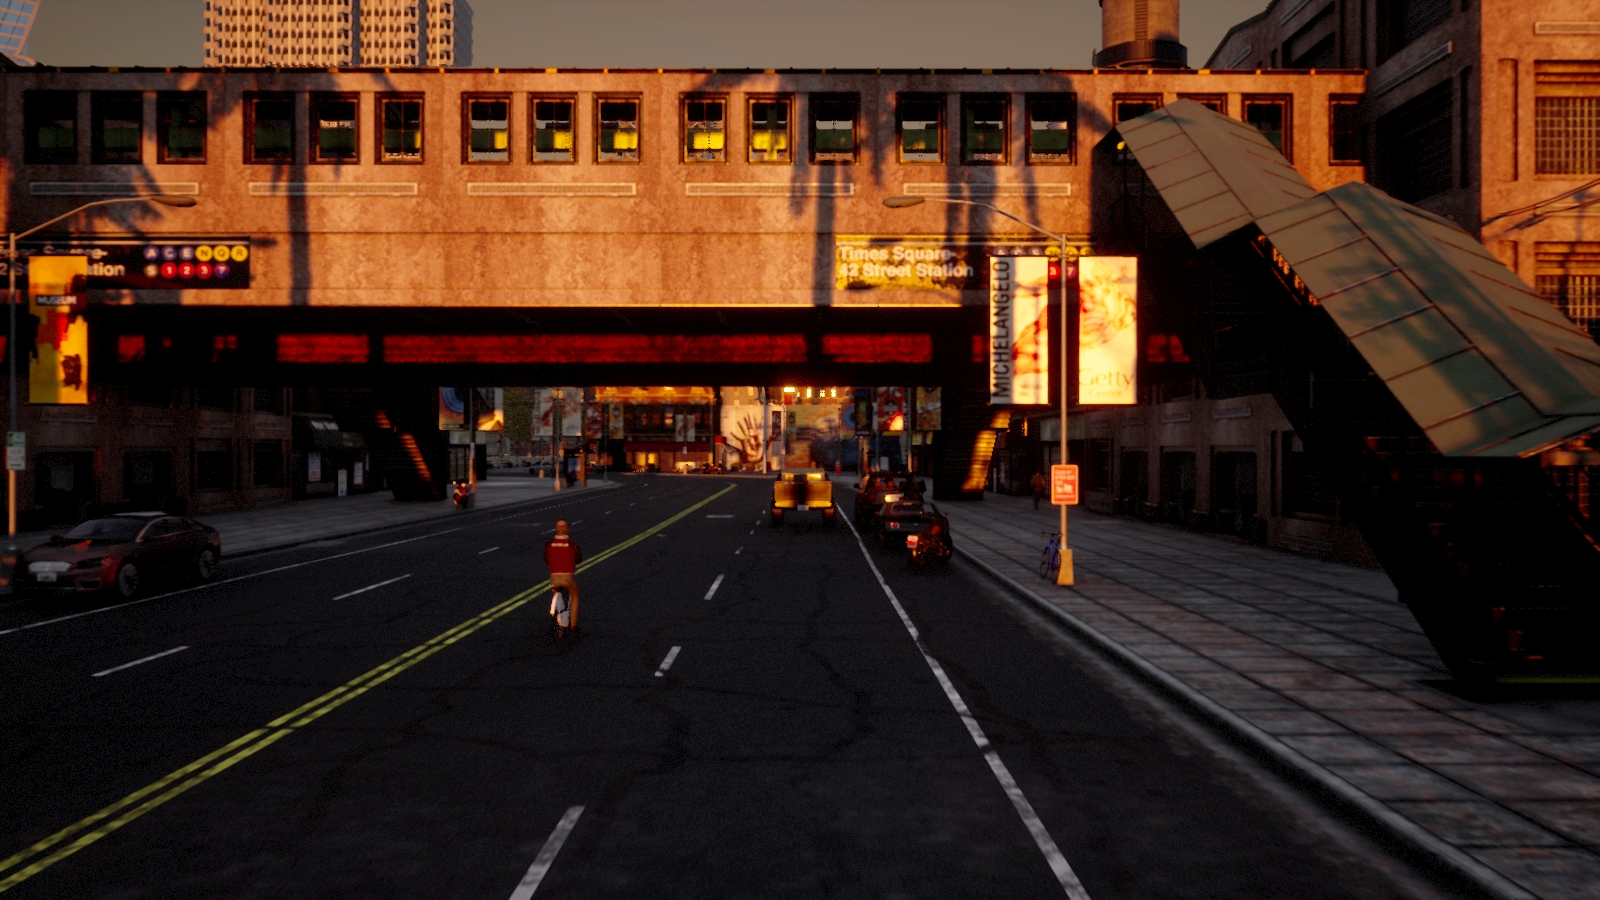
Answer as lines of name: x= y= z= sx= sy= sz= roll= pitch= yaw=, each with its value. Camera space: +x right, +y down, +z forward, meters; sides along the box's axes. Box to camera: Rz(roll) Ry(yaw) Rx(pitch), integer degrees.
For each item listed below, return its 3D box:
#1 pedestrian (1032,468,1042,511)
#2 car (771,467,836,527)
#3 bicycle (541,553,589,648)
pedestrian: x=10.316 y=1.696 z=49.788 sx=0.375 sy=1.860 sz=0.375 roll=0 pitch=0 yaw=4
car: x=0.122 y=1.754 z=44.906 sx=2.390 sy=2.098 sz=6.274 roll=0 pitch=0 yaw=0
bicycle: x=-3.492 y=2.210 z=17.074 sx=0.329 sy=1.171 sz=1.835 roll=0 pitch=0 yaw=0
